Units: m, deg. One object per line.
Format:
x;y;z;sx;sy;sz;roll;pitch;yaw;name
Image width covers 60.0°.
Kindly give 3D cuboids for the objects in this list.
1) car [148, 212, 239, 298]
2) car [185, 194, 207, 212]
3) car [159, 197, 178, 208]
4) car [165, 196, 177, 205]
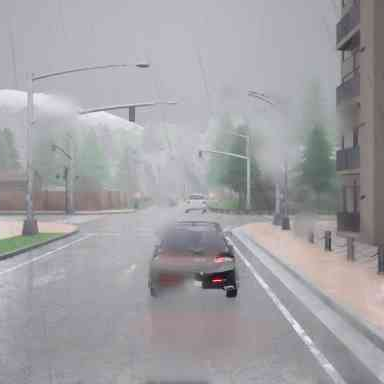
0.052;1.492;8.534;2.128;1.511;4.902;0;0;0;car
0.423;1.223;36.863;2.150;2.045;5.566;0;0;0;car
-3.609;1.491;47.846;2.128;1.511;4.902;0;0;0;car
-3.601;1.526;57.948;1.812;1.442;4.674;0;0;0;car
